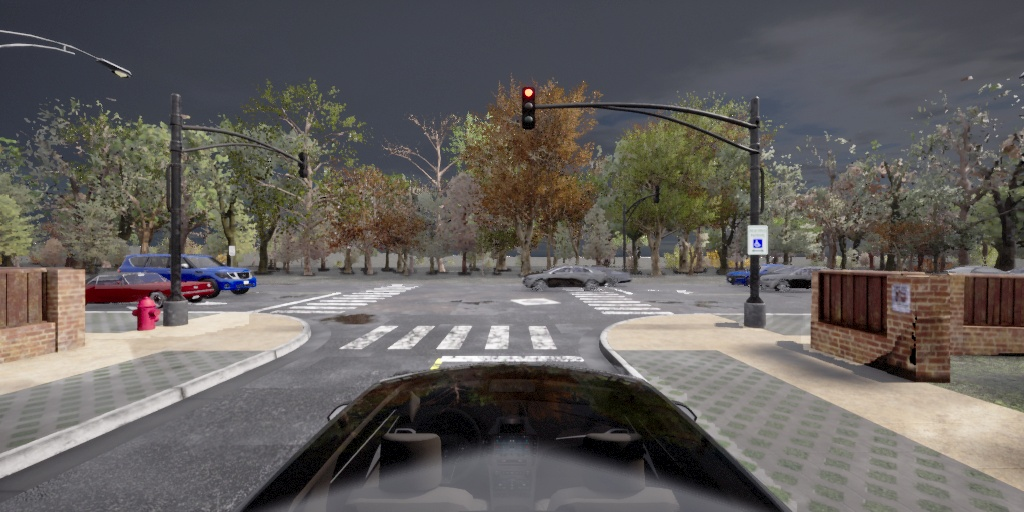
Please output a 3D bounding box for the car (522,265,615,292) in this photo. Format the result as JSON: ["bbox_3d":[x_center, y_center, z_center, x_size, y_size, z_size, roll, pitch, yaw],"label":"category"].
[{"bbox_3d":[3.050,1.260,20.741,4.902,1.511,2.128,0,0,0],"label":"car"}]

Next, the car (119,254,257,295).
[{"bbox_3d":[-15.562,0.916,17.262,5.566,2.045,2.150,0,0,0],"label":"car"}]

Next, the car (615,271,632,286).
[{"bbox_3d":[5.144,1.328,23.993,5.357,1.411,2.033,0,0,0],"label":"car"}]

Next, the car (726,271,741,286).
[{"bbox_3d":[17.094,1.300,24.005,5.008,1.535,1.882,0,0,0],"label":"car"}]

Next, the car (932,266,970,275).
[{"bbox_3d":[30.562,1.391,24.018,4.674,1.442,1.812,0,0,0],"label":"car"}]

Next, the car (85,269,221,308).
[{"bbox_3d":[-14.636,1.295,14.012,4.718,1.301,1.895,0,0,-3],"label":"car"}]

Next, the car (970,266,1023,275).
[{"bbox_3d":[30.477,1.351,20.767,4.902,1.511,2.128,0,0,0],"label":"car"}]

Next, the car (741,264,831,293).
[{"bbox_3d":[16.547,1.309,20.758,4.902,1.511,2.128,0,0,0],"label":"car"}]
